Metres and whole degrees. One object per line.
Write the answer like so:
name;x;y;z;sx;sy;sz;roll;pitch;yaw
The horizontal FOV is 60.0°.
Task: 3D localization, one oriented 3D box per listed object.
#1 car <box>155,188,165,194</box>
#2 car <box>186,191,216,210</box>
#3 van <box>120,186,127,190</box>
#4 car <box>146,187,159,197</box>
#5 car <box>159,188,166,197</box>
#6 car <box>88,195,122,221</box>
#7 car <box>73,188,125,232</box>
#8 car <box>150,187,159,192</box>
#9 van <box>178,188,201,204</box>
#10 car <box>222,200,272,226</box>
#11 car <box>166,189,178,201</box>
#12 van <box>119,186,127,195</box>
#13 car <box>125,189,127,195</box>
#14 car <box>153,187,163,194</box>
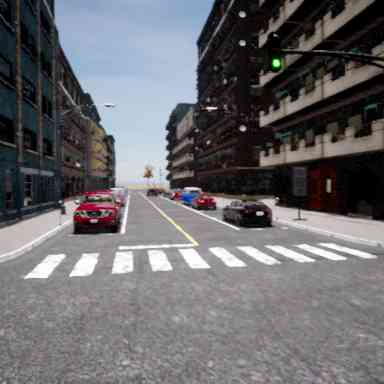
car;-7.068;-0.235;73.109;1.887;1.381;4.507;0;1;-10
car;0.976;0.825;29.440;1.802;1.307;4.206;-1;1;-10
van;-8.786;0.416;38.926;1.690;1.788;3.998;-1;1;-10
car;-7.355;0.022;61.042;1.837;1.490;4.892;-1;0;-11
car;-4.052;0.157;56.733;2.008;1.369;4.403;0;1;-10
car;-5.768;1.000;22.555;1.887;1.381;4.507;-1;1;-10
car;-4.764;0.897;17.090;2.192;1.841;5.009;-1;1;-10
car;-10.085;-0.618;89.485;2.008;1.369;4.403;0;1;-10
van;-0.030;0.457;34.893;1.690;1.788;3.998;-1;1;-10
car;2.987;1.062;18.522;1.947;1.339;4.313;-1;1;-10
car;-2.041;0.302;45.813;1.967;1.590;4.097;-1;1;-10
van;-14.819;-0.352;71.678;1.690;1.788;3.998;0;1;-10
car;-7.779;0.747;33.472;1.887;1.381;4.507;-1;1;-10
car;-8.074;-0.365;78.568;1.887;1.381;4.507;0;1;-10
